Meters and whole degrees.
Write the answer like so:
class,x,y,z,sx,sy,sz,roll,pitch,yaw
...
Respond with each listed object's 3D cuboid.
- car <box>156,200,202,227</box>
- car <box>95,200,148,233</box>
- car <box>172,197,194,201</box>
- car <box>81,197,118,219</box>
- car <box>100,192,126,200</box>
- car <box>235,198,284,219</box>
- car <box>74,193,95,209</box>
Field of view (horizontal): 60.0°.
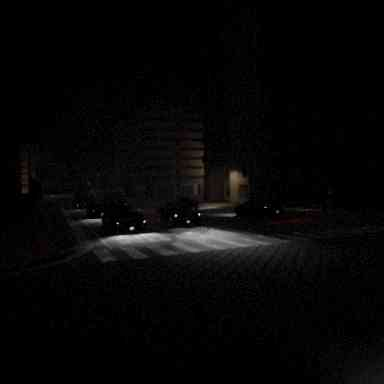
class,x,y,z,sx,sy,sz,roll,pitch,yaw
car,-0.934,1.426,21.480,1.895,1.301,4.718,-2,1,-19
car,-4.117,1.471,19.491,2.033,1.411,5.357,-2,1,-23
car,-0.938,1.205,34.818,1.812,1.442,4.674,-1,1,28
car,-8.225,1.461,29.246,2.033,1.411,5.357,-2,1,-23
car,-9.851,1.033,42.226,2.150,2.045,5.566,-2,0,-22
car,4.983,1.173,24.942,1.812,1.442,4.674,-2,0,-22
car,-14.580,1.224,44.549,2.150,2.045,5.566,-2,1,-23
